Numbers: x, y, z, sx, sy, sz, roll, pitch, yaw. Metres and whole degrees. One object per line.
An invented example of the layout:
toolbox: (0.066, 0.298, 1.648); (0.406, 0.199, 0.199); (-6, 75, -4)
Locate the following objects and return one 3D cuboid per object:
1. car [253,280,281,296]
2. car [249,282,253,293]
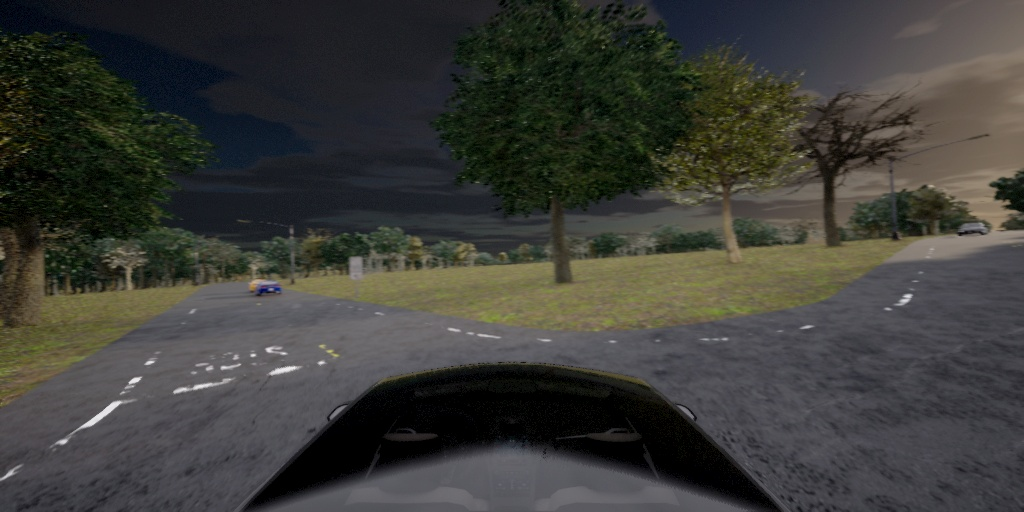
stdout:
car: (-25.674, 3.326, 37.756); (1.882, 1.535, 5.008); (-2, -1, -39)
car: (-32.213, 3.783, 45.791); (1.882, 1.535, 5.008); (-2, -1, -39)
